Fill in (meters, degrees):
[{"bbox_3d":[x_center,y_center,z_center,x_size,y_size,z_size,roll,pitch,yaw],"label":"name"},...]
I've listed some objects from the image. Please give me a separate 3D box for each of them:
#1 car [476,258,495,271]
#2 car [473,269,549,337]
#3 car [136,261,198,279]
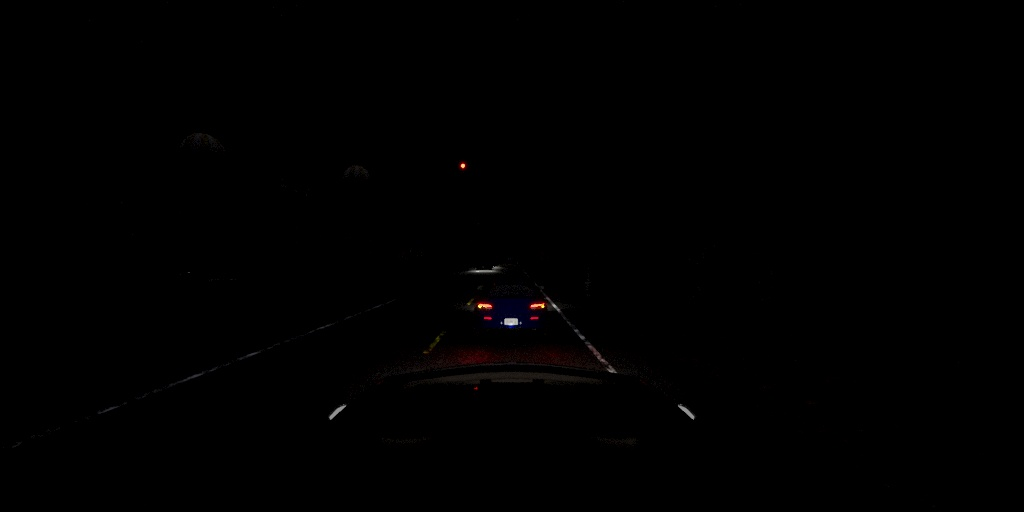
[{"bbox_3d":[-3.785,1.278,49.065,1.994,1.385,4.181,0,0,0],"label":"car"},{"bbox_3d":[-0.030,1.274,10.165,1.812,1.442,4.674,0,0,0],"label":"car"},{"bbox_3d":[-27.566,1.069,28.379,4.181,1.385,1.994,1,0,-1],"label":"car"}]
